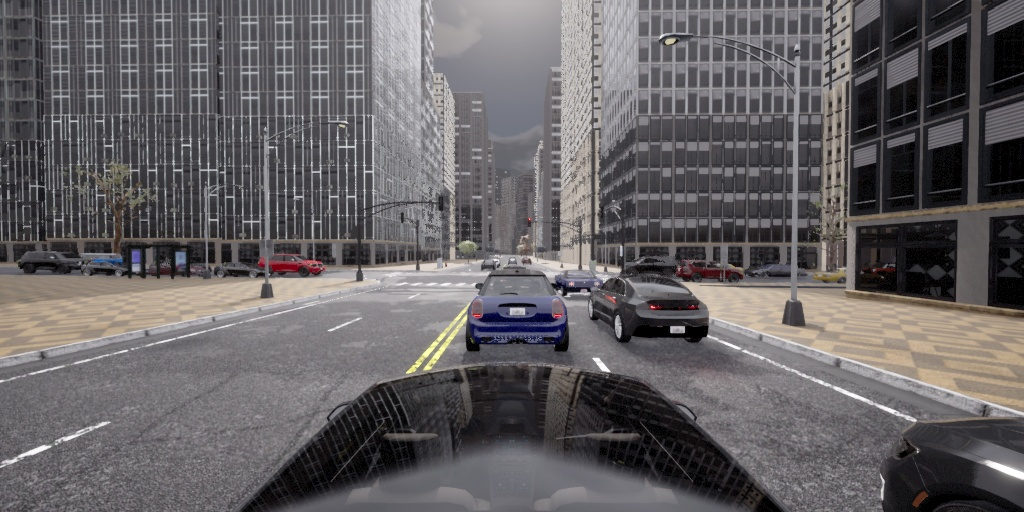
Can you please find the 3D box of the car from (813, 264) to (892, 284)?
[{"bbox_3d":[27.682,1.579,29.486,4.829,1.417,1.751,0,0,1],"label":"car"}]

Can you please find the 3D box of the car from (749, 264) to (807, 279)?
[{"bbox_3d":[25.813,1.492,35.298,5.357,1.411,2.033,1,1,1],"label":"car"}]

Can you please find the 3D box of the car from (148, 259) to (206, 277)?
[{"bbox_3d":[-28.374,1.138,30.427,4.207,1.307,1.802,0,0,1],"label":"car"}]

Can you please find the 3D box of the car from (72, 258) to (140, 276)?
[{"bbox_3d":[-34.054,1.069,30.608,4.313,1.339,1.948,0,0,1],"label":"car"}]

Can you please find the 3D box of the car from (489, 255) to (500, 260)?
[{"bbox_3d":[-3.242,0.925,60.582,2.150,2.045,5.566,0,0,0],"label":"car"}]

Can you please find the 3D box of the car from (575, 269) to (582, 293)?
[{"bbox_3d":[3.376,1.341,19.017,1.895,1.301,4.718,0,0,0],"label":"car"}]

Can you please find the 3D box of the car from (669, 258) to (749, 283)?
[{"bbox_3d":[16.234,1.269,29.700,5.009,1.841,2.192,0,0,1],"label":"car"}]

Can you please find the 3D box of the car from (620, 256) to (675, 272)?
[{"bbox_3d":[13.533,1.056,35.613,5.566,2.045,2.150,0,1,2],"label":"car"}]

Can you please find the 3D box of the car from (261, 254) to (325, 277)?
[{"bbox_3d":[-20.236,0.808,32.934,5.566,2.045,2.150,0,1,1],"label":"car"}]

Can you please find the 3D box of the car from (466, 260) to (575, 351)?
[{"bbox_3d":[0.110,1.099,9.100,2.097,1.767,4.553,0,0,0],"label":"car"}]

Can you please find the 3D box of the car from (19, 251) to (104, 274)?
[{"bbox_3d":[-42.216,0.605,33.426,5.566,2.045,2.150,1,1,2],"label":"car"}]

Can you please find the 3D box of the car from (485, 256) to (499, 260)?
[{"bbox_3d":[-3.271,1.193,50.633,1.882,1.535,5.008,0,0,0],"label":"car"}]

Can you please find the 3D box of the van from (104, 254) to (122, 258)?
[{"bbox_3d":[-45.233,0.605,39.286,3.998,1.789,1.690,0,0,1],"label":"van"}]

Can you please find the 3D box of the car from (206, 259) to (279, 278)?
[{"bbox_3d":[-22.690,1.174,30.285,4.313,1.339,1.948,0,0,1],"label":"car"}]

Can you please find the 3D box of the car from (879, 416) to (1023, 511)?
[{"bbox_3d":[3.345,1.255,0.308,1.837,1.490,4.892,0,0,0],"label":"car"}]

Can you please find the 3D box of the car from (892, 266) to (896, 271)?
[{"bbox_3d":[33.152,1.684,29.384,4.207,1.307,1.802,0,0,1],"label":"car"}]

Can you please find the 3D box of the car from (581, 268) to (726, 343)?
[{"bbox_3d":[3.361,1.251,9.706,1.837,1.490,4.892,0,0,0],"label":"car"}]

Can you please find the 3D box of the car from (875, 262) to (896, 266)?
[{"bbox_3d":[36.517,1.389,35.086,4.553,1.767,2.097,0,1,1],"label":"car"}]
